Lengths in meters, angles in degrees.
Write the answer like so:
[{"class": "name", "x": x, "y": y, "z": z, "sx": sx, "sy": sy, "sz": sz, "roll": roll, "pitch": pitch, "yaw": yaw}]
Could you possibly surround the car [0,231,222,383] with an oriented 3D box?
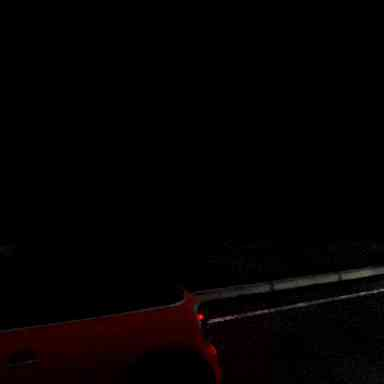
[{"class": "car", "x": -2.091, "y": 1.317, "z": 3.196, "sx": 4.553, "sy": 1.767, "sz": 2.097, "roll": 0, "pitch": 0, "yaw": -20}]
